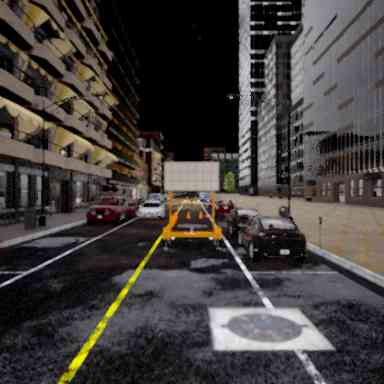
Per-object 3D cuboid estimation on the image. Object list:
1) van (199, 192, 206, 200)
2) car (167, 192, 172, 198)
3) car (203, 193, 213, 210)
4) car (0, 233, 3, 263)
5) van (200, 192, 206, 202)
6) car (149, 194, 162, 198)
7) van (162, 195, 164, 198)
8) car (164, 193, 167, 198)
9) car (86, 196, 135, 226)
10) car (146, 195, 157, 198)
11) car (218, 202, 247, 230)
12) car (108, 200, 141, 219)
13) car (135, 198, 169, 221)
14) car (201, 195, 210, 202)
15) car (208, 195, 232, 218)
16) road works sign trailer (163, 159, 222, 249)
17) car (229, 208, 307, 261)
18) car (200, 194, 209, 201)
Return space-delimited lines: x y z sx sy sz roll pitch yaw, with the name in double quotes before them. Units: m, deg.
"van" 2.711 0.988 84.245 1.690 1.788 3.998 1 0 0
"car" -5.673 1.265 67.536 2.008 1.369 4.403 1 0 0
"car" 2.706 1.269 39.687 1.967 1.590 4.097 1 0 0
"car" -5.674 1.287 6.271 2.192 1.841 5.009 1 0 0
"van" 2.709 1.101 56.396 1.690 1.788 3.998 1 0 0
"car" -5.676 1.357 45.259 2.008 1.369 4.403 1 0 0
"van" -5.672 1.124 50.828 1.690 1.788 3.998 1 0 0
"car" -5.674 1.286 56.228 1.752 1.417 4.829 1 0 0
"car" -5.673 1.215 22.979 2.192 1.841 5.009 1 0 0
"car" -5.676 1.395 39.689 1.947 1.339 4.313 1 0 0
"car" 2.703 1.475 17.408 2.008 1.369 4.403 1 0 0
"car" -5.677 1.421 28.550 1.887 1.381 4.507 1 0 0
"car" -3.085 1.413 25.891 1.812 1.442 4.674 0 0 0
"car" 2.707 1.296 67.535 1.802 1.307 4.206 1 0 0
"car" 2.705 1.316 28.547 1.967 1.590 4.097 1 0 0
"road works sign trailer" 0.000 0.403 14.099 2.380 3.560 2.880 0 0 0
"car" 2.702 1.499 11.840 2.008 1.369 4.403 1 0 0
"car" 2.708 1.216 73.274 1.752 1.417 4.829 1 0 0
